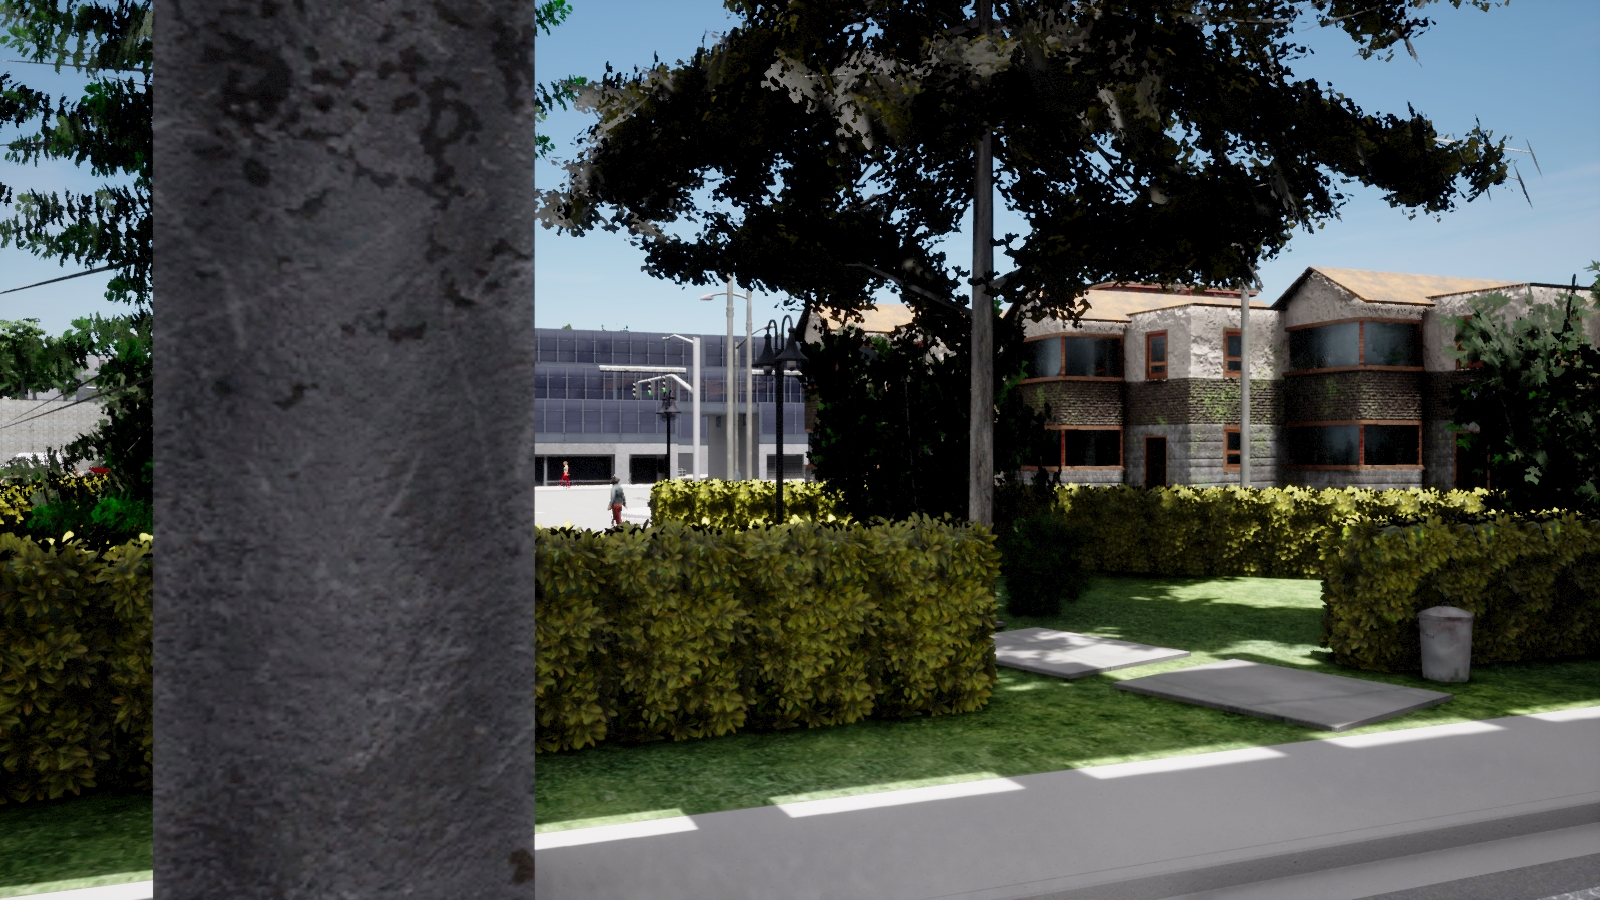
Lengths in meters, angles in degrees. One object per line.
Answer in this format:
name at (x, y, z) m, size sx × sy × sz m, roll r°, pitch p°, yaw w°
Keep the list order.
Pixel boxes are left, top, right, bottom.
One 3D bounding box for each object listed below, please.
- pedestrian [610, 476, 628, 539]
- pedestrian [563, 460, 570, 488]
pedestrian at (-5.380, 1.701, 33.948) m, size 0.375 × 1.860 × 0.375 m, roll 0°, pitch 0°, yaw 26°
pedestrian at (-15.542, 1.625, 76.134) m, size 0.375 × 1.860 × 0.375 m, roll 0°, pitch 0°, yaw -23°
